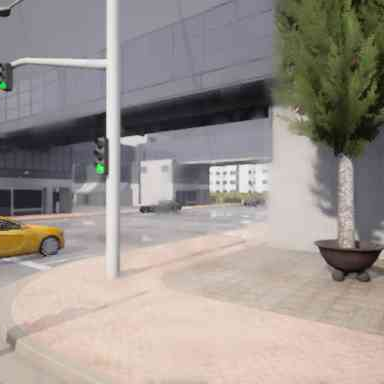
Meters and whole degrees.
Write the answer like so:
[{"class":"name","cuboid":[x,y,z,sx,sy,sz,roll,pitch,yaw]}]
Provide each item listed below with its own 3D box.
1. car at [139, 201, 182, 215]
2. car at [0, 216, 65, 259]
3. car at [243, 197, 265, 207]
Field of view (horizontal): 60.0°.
[{"class":"car","cuboid":[-3.124,1.561,33.450,1.895,1.301,4.718,0,0,36]},{"class":"car","cuboid":[-6.521,1.461,10.576,1.882,1.535,5.008,0,0,35]},{"class":"car","cuboid":[9.566,1.455,50.840,2.128,1.511,4.902,0,0,36]}]
